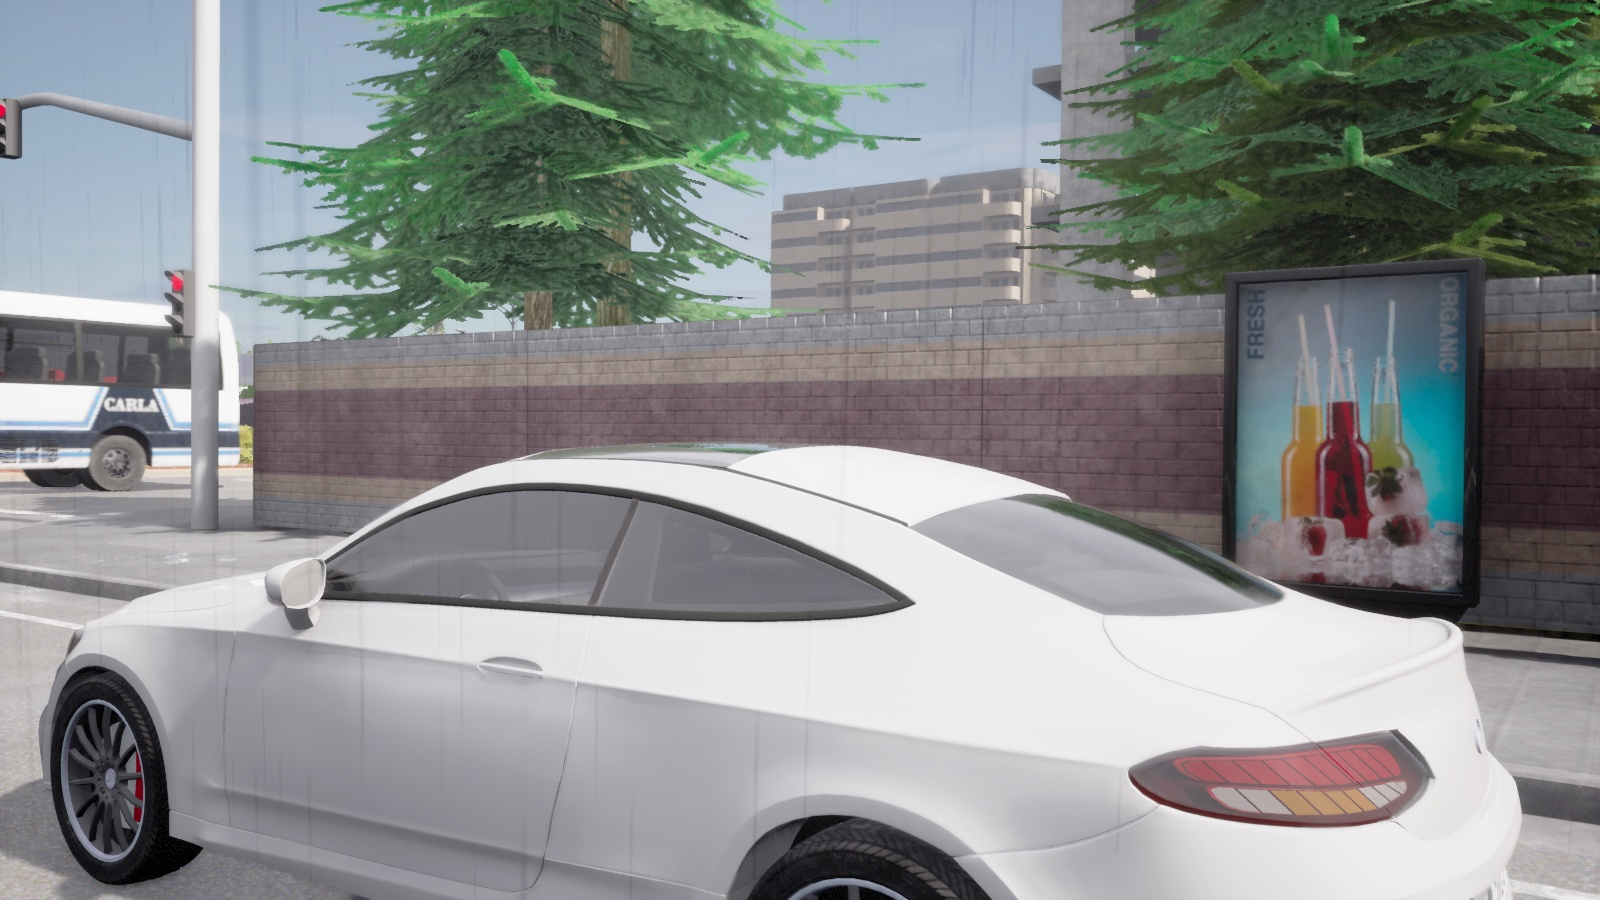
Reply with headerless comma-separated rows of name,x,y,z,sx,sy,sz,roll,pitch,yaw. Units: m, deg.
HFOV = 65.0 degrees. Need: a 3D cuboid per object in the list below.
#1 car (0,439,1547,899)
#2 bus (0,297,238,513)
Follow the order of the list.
car,-0.437,0.708,3.913,4.674,1.442,1.812,0,1,33
bus,-17.478,-0.893,25.814,3.944,4.253,10.273,0,1,33
